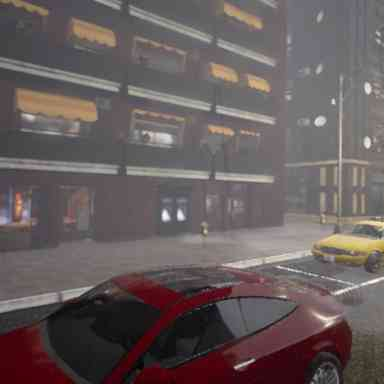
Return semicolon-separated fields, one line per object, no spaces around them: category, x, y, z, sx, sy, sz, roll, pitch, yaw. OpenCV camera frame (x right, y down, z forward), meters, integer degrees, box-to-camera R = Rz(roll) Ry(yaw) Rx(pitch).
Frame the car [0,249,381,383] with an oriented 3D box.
car;-0.308;1.525;3.159;4.674;1.442;1.812;0;0;-36

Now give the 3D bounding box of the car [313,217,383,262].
car;5.793;1.524;10.681;4.829;1.417;1.752;0;1;-36
